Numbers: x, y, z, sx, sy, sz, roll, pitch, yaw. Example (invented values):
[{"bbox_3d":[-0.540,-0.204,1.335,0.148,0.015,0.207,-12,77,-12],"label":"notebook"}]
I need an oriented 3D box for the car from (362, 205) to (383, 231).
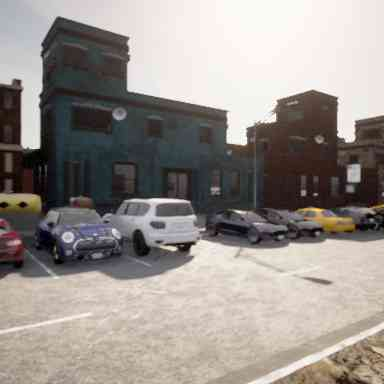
[{"bbox_3d":[9.420,1.735,21.815,2.163,1.488,4.792,1,0,-35],"label":"car"}]

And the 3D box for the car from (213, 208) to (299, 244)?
[{"bbox_3d":[2.645,1.638,16.959,2.163,1.488,4.792,1,0,-35],"label":"car"}]

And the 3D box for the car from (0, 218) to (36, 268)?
[{"bbox_3d":[-6.554,1.530,10.495,2.002,1.452,4.674,1,0,-35],"label":"car"}]

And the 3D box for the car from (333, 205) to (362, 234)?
[{"bbox_3d":[7.060,1.669,20.340,1.946,1.575,5.366,1,0,-35],"label":"car"}]

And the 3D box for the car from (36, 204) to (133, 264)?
[{"bbox_3d":[-4.228,1.394,12.180,2.185,1.767,4.553,1,0,-35],"label":"car"}]

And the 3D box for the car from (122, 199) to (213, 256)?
[{"bbox_3d":[-1.927,1.297,13.800,2.435,2.045,5.566,1,0,-35],"label":"car"}]

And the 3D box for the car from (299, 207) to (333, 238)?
[{"bbox_3d":[4.914,1.670,18.561,2.163,1.488,4.792,1,0,-35],"label":"car"}]
